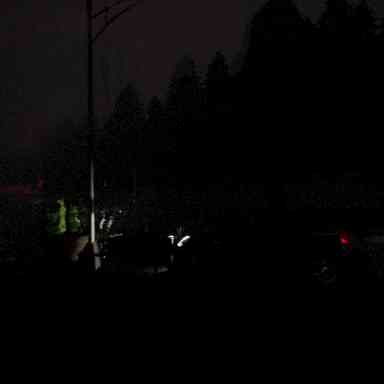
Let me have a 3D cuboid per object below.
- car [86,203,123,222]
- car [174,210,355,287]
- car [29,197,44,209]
[{"bbox_3d":[-7.046,1.502,25.545,1.895,1.301,4.718,-1,0,-35],"label":"car"},{"bbox_3d":[1.805,1.276,9.020,4.553,1.767,2.097,-1,0,18],"label":"car"},{"bbox_3d":[-20.493,1.425,44.498,1.812,1.442,4.674,-1,0,-35],"label":"car"}]
